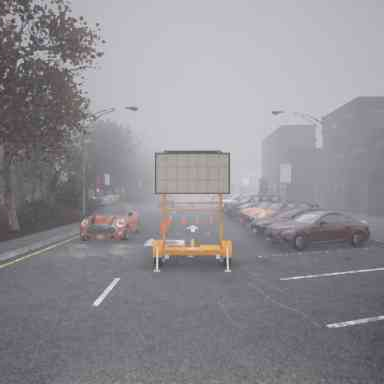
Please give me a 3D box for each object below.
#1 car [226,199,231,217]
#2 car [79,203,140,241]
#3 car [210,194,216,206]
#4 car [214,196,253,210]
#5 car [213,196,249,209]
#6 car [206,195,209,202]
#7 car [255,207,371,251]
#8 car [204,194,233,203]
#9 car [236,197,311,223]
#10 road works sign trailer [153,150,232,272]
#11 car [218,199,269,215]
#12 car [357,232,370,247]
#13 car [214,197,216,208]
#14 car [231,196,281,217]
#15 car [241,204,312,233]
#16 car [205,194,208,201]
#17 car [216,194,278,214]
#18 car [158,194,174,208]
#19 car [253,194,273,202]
[{"bbox_3d":[5.387,1.538,26.052,4.674,1.452,2.002,1,0,-20],"label":"car"},{"bbox_3d":[-3.927,1.355,16.508,2.097,1.767,4.553,0,0,0],"label":"car"},{"bbox_3d":[5.437,1.271,38.048,5.566,2.045,2.435,1,0,-20],"label":"car"},{"bbox_3d":[5.463,1.414,44.061,4.553,1.767,2.185,1,0,-20],"label":"car"},{"bbox_3d":[5.480,1.424,47.063,4.553,1.767,2.185,1,0,-20],"label":"car"},{"bbox_3d":[5.545,1.583,56.082,5.008,1.535,2.097,1,-1,-20],"label":"car"},{"bbox_3d":[5.336,1.528,14.043,4.674,1.452,2.002,1,0,-20],"label":"car"},{"bbox_3d":[5.611,1.391,71.120,5.566,2.045,2.435,1,0,-20],"label":"car"},{"bbox_3d":[5.392,1.366,20.055,4.553,1.767,2.185,1,0,-20],"label":"car"},{"bbox_3d":[0.018,0.465,10.777,2.380,3.560,2.880,0,0,0],"label":"road works sign trailer"},{"bbox_3d":[5.414,1.545,35.046,4.792,1.488,2.163,1,0,-20],"label":"car"},{"bbox_3d":[5.317,1.487,5.043,4.892,1.521,2.231,1,0,-20],"label":"car"},{"bbox_3d":[5.251,1.503,31.989,5.366,1.575,1.946,1,0,-20],"label":"car"},{"bbox_3d":[5.407,1.369,23.056,4.553,1.767,2.185,1,0,-20],"label":"car"},{"bbox_3d":[5.318,1.518,17.035,4.792,1.488,2.163,1,0,-20],"label":"car"},{"bbox_3d":[5.404,1.613,65.027,5.366,1.575,1.946,1,0,-20],"label":"car"},{"bbox_3d":[5.397,1.252,29.031,5.566,2.045,2.435,1,0,-20],"label":"car"},{"bbox_3d":[-3.863,1.296,50.075,2.150,2.045,5.566,0,0,0],"label":"car"},{"bbox_3d":[18.624,1.463,87.074,2.435,2.045,5.566,0,0,-21],"label":"car"}]
